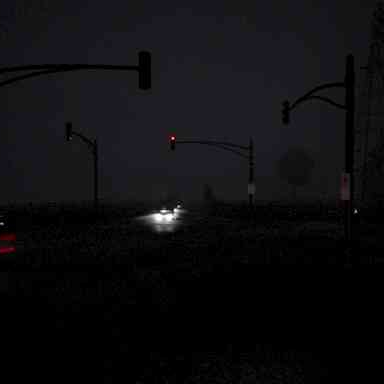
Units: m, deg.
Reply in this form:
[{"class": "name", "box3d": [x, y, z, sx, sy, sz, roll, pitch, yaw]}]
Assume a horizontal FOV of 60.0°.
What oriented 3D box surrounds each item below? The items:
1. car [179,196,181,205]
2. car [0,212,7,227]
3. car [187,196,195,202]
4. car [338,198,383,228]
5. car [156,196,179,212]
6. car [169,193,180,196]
[{"class": "car", "box3d": [-3.019, 1.595, 47.454, 1.895, 1.301, 4.718, 0, 0, 0]}, {"class": "car", "box3d": [-13.481, 1.627, 19.389, 4.892, 1.490, 1.837, -1, 1, 0]}, {"class": "car", "box3d": [-0.341, 1.595, 78.353, 1.895, 1.301, 4.718, 0, 0, 0]}, {"class": "car", "box3d": [11.254, 1.133, 19.827, 4.553, 1.767, 2.097, -1, 1, 5]}, {"class": "car", "box3d": [-2.966, 1.485, 37.639, 2.128, 1.511, 4.902, 0, 0, -1]}, {"class": "car", "box3d": [-3.067, 1.216, 57.806, 2.150, 2.045, 5.566, 0, 0, 0]}]
